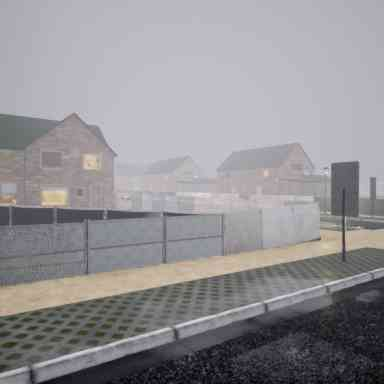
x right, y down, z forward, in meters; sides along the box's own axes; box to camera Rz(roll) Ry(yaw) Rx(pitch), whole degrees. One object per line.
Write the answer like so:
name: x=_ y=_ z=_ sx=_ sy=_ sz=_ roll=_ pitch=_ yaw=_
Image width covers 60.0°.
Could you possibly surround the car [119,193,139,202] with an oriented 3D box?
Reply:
car: x=-9.890 y=0.814 z=51.198 sx=1.895 sy=1.301 sz=4.718 roll=1 pitch=1 yaw=-36
